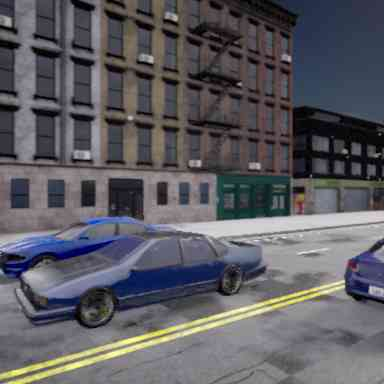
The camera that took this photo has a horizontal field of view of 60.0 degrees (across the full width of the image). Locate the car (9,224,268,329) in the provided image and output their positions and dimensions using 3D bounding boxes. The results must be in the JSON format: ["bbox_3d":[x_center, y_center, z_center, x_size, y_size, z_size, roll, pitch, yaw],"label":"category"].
[{"bbox_3d":[-0.723,1.566,7.164,5.357,1.411,2.033,0,0,-35],"label":"car"}]

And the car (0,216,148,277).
[{"bbox_3d":[-2.738,1.498,9.717,5.008,1.535,1.882,0,0,-36],"label":"car"}]

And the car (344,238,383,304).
[{"bbox_3d":[5.077,1.560,7.065,4.674,1.442,1.812,0,0,-36],"label":"car"}]
